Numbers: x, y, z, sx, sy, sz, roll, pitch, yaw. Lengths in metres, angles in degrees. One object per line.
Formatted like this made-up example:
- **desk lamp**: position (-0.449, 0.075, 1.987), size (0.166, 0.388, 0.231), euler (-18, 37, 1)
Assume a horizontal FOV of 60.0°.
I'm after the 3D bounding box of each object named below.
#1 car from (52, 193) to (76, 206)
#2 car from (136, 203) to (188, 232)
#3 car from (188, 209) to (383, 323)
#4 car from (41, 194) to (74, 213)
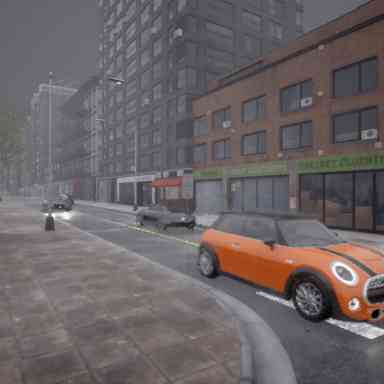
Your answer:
- **car**: position (-15.727, 0.928, 40.779), size (1.812, 1.442, 4.674), euler (0, 0, -32)
- **car**: position (-1.523, 1.292, 18.422), size (1.994, 1.385, 4.181), euler (0, 1, -32)
- **car**: position (2.070, 1.250, 7.269), size (2.097, 1.767, 4.553), euler (0, 1, -32)
- **car**: position (-12.164, 1.066, 29.690), size (1.994, 1.385, 4.181), euler (0, 1, -32)
